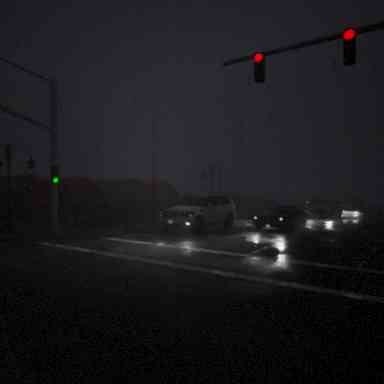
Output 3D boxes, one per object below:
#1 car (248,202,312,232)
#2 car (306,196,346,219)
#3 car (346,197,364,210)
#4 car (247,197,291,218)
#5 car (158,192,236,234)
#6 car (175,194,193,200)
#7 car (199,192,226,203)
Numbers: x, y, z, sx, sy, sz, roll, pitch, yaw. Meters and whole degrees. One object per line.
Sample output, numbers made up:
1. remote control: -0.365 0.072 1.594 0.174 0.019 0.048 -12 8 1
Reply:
1. car: 5.319 1.492 19.643 1.895 1.301 4.718 0 0 35
2. car: 11.334 1.337 28.203 1.882 1.535 5.008 0 0 35
3. car: 18.888 1.311 38.927 2.128 1.511 4.902 0 0 35
4. car: 6.057 1.395 26.741 1.812 1.442 4.674 0 0 35
5. car: 0.491 1.121 18.861 2.150 2.045 5.566 0 0 35
6. car: -1.973 1.166 79.299 3.806 1.475 1.970 0 0 35
7. car: 3.778 0.974 61.264 4.605 1.855 1.932 0 0 35
